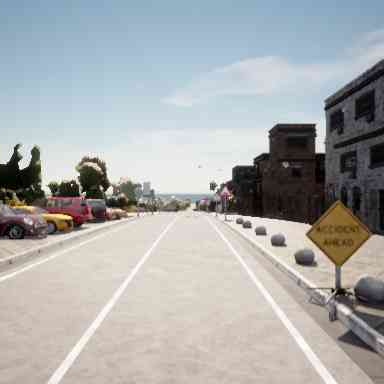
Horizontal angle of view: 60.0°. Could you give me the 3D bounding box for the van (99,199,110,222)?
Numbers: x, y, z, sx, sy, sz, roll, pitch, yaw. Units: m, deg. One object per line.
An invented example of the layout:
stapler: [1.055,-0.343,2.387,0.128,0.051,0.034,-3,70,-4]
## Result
van: [-9.641,1.601,28.345,4.442,1.987,1.878,0,-2,0]

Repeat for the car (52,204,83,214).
car: [-21.941,3.067,58.827,4.553,1.767,2.185,0,-3,0]

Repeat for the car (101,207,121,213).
car: [-21.779,4.847,89.661,5.008,1.535,2.097,0,-3,0]

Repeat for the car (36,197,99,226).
car: [-9.519,1.395,22.156,5.566,2.045,2.435,0,-2,0]

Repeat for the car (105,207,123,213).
car: [-21.758,5.055,92.803,4.674,1.452,2.002,0,-3,0]

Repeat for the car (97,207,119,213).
car: [-21.783,4.672,86.392,4.892,1.521,2.231,0,-3,0]

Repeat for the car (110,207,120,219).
car: [-9.569,1.800,31.377,4.553,1.767,2.185,0,-2,0]

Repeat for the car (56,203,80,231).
car: [-9.469,1.578,19.233,5.008,1.535,2.097,0,-1,-1]

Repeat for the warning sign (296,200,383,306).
warning sign: [2.847,1.105,6.483,1.300,1.860,1.060,0,0,0]

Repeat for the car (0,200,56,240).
car: [-9.469,1.381,16.201,4.553,1.767,2.185,0,-1,-1]

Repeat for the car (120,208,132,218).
car: [-9.366,2.028,34.290,5.366,1.575,1.946,0,-2,0]

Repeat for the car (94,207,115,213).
car: [-21.800,4.536,83.119,4.674,1.452,2.002,0,-3,0]

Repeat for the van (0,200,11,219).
van: [-21.705,1.828,34.892,4.442,1.987,1.878,0,-2,0]
